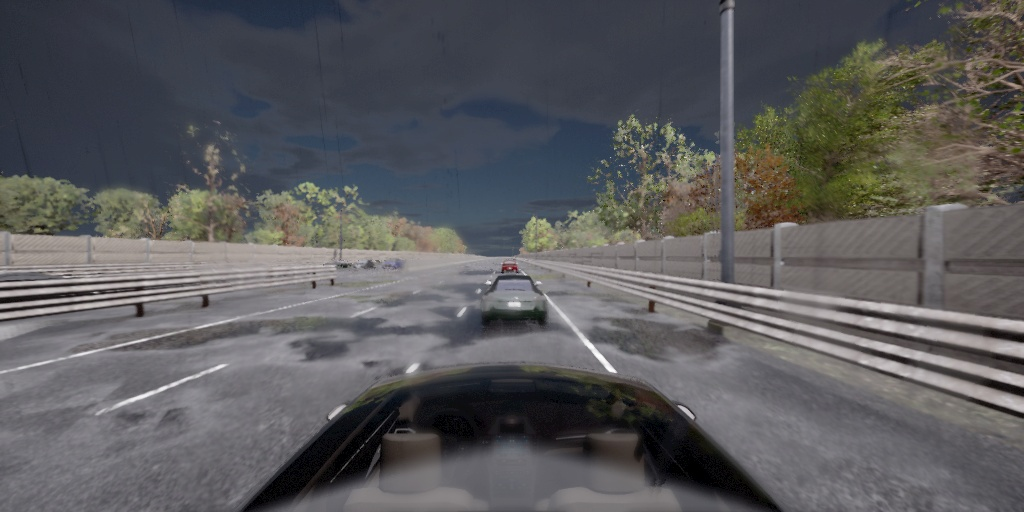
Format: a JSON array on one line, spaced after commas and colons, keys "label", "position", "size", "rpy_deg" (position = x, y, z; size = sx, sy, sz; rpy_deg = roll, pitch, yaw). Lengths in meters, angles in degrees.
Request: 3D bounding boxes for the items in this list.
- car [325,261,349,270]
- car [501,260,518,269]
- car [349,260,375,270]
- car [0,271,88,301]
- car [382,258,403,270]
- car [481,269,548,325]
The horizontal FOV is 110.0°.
[{"label": "car", "position": [-25.092, 1.369, 51.889], "size": [1.895, 1.301, 4.718], "rpy_deg": [0, 0, 0]}, {"label": "car", "position": [-0.293, 1.240, 43.668], "size": [1.882, 1.535, 5.008], "rpy_deg": [0, 0, -1]}, {"label": "car", "position": [-21.604, 1.294, 52.511], "size": [1.812, 1.442, 4.674], "rpy_deg": [0, 0, -1]}, {"label": "car", "position": [-17.866, 1.281, 12.375], "size": [1.812, 1.442, 4.674], "rpy_deg": [0, 0, 1]}, {"label": "car", "position": [-18.139, 1.121, 54.533], "size": [2.097, 1.767, 4.553], "rpy_deg": [0, 0, 0]}, {"label": "car", "position": [0.067, 1.316, 11.905], "size": [1.994, 1.385, 4.181], "rpy_deg": [0, 0, 0]}]
